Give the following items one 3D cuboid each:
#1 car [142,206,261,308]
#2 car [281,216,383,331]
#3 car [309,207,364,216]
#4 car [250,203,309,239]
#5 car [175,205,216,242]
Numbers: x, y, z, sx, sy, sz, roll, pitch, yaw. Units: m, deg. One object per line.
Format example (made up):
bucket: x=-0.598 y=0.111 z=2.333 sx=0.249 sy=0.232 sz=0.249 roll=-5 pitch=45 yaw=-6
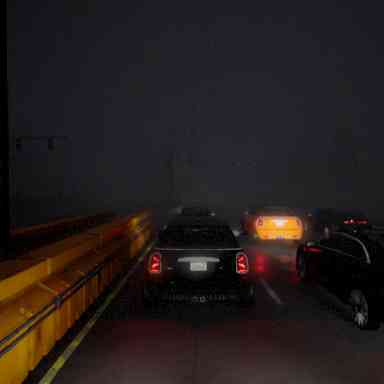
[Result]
car: x=0.126 y=1.351 z=8.073 sx=2.097 sy=1.767 sz=4.553 roll=0 pitch=0 yaw=0
car: x=3.622 y=1.491 z=6.833 sx=2.128 sy=1.511 sz=4.902 roll=0 pitch=0 yaw=0
car: x=7.158 y=1.503 z=16.813 sx=1.837 sy=1.490 sz=4.892 roll=0 pitch=0 yaw=0
car: x=3.656 y=1.351 z=15.943 sx=2.097 sy=1.767 sz=4.553 roll=0 pitch=0 yaw=0
car: x=0.160 y=1.503 z=17.249 sx=1.837 sy=1.490 sz=4.892 roll=0 pitch=0 yaw=0
